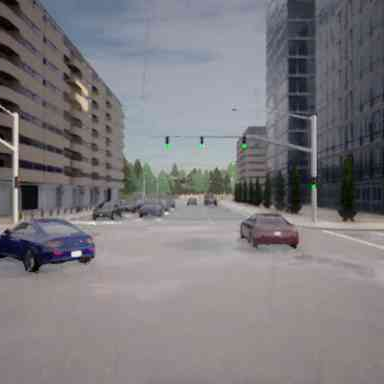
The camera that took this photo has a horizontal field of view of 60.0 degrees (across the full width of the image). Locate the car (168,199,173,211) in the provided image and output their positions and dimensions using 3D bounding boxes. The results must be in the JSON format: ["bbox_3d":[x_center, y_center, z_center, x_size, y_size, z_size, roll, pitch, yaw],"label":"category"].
[{"bbox_3d":[-3.797,1.727,42.009,1.812,1.442,4.674,0,0,1],"label":"car"}]

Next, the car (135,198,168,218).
[{"bbox_3d":[-3.876,1.508,32.523,2.097,1.767,4.553,0,0,0],"label":"car"}]

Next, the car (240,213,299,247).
[{"bbox_3d":[3.447,1.665,15.483,1.994,1.385,4.181,0,0,-1],"label":"car"}]

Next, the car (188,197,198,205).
[{"bbox_3d":[0.172,1.865,71.303,2.128,1.511,4.902,0,0,1],"label":"car"}]

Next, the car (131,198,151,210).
[{"bbox_3d":[-7.198,1.704,47.280,1.882,1.535,5.008,0,0,1],"label":"car"}]

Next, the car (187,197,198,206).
[{"bbox_3d":[0.035,1.838,60.959,2.033,1.411,5.357,0,0,1],"label":"car"}]

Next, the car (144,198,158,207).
[{"bbox_3d":[-7.011,1.780,57.637,1.837,1.490,4.892,0,0,1],"label":"car"}]

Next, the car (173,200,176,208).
[{"bbox_3d":[-3.586,1.798,52.477,2.033,1.411,5.357,0,0,1],"label":"car"}]

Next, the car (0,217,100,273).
[{"bbox_3d":[-4.992,1.605,11.052,4.674,1.442,1.812,0,-1,43],"label":"car"}]

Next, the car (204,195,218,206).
[{"bbox_3d":[3.537,1.643,61.159,2.097,1.767,4.553,0,0,1],"label":"car"}]

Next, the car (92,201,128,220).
[{"bbox_3d":[-7.394,1.647,29.570,1.837,1.490,4.892,0,0,1],"label":"car"}]

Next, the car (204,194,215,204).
[{"bbox_3d":[3.672,1.564,71.322,2.150,2.045,5.566,0,0,1],"label":"car"}]

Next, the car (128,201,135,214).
[{"bbox_3d":[-7.332,1.748,38.464,1.994,1.385,4.181,0,0,2],"label":"car"}]
